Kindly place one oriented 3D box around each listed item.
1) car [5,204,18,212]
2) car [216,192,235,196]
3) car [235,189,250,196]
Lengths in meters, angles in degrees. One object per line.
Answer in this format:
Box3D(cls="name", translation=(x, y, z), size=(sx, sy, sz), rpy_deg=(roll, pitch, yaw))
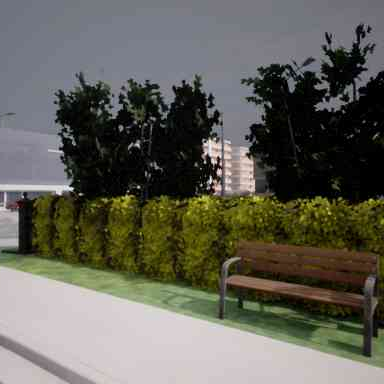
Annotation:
Box3D(cls="car", translation=(-18.648, 1.552, 38.243), size=(1.895, 1.301, 4.718), rpy_deg=(0, 0, 35))
Box3D(cls="car", translation=(7.012, 0.706, 74.617), size=(2.033, 1.411, 5.357), rpy_deg=(0, 0, 35))
Box3D(cls="car", translation=(11.031, 0.379, 74.250), size=(2.150, 2.045, 5.566), rpy_deg=(0, 0, 35))
